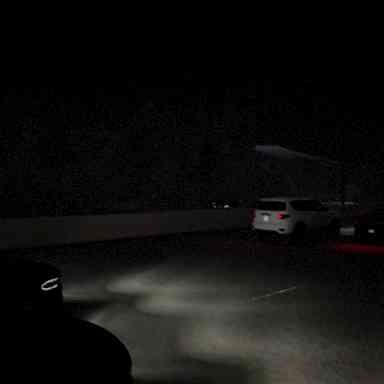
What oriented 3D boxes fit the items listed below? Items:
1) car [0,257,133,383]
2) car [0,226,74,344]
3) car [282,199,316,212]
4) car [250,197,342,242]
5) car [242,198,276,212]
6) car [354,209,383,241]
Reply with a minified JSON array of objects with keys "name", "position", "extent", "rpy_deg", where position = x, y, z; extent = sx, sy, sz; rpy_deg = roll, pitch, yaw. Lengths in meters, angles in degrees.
[{"name":"car","position":[-2.756,1.478,1.875],"extent":[5.008,1.535,1.882],"rpy_deg":[0,0,-35]},{"name":"car","position":[-4.563,1.484,4.877],"extent":[5.008,1.535,1.882],"rpy_deg":[0,0,-35]},{"name":"car","position":[14.173,1.724,43.874],"extent":[2.033,1.411,5.357],"rpy_deg":[0,0,44]},{"name":"car","position":[5.471,1.290,17.018],"extent":[5.566,2.045,2.150],"rpy_deg":[0,0,-40]},{"name":"car","position":[8.887,1.668,43.922],"extent":[4.892,1.490,1.837],"rpy_deg":[-1,2,-44]},{"name":"car","position":[9.650,1.552,16.002],"extent":[5.008,1.535,1.882],"rpy_deg":[0,0,-40]}]
